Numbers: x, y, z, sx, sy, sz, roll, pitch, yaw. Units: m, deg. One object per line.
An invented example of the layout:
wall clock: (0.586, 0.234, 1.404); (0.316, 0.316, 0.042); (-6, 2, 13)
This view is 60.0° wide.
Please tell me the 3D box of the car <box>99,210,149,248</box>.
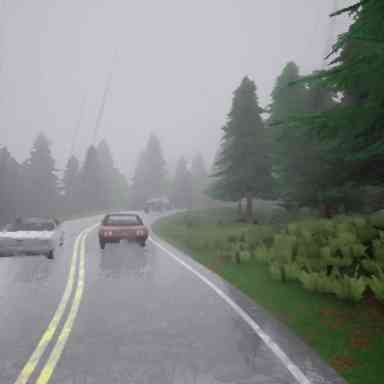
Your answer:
car: (-3.137, 1.603, 14.939); (1.895, 1.301, 4.718); (1, 0, -14)

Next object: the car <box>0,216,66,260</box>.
car: (-5.786, 1.571, 12.136); (1.895, 1.301, 4.718); (1, 0, -16)

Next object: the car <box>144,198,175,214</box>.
car: (-3.190, 1.347, 33.133); (1.837, 1.490, 4.892); (-3, 0, 15)
